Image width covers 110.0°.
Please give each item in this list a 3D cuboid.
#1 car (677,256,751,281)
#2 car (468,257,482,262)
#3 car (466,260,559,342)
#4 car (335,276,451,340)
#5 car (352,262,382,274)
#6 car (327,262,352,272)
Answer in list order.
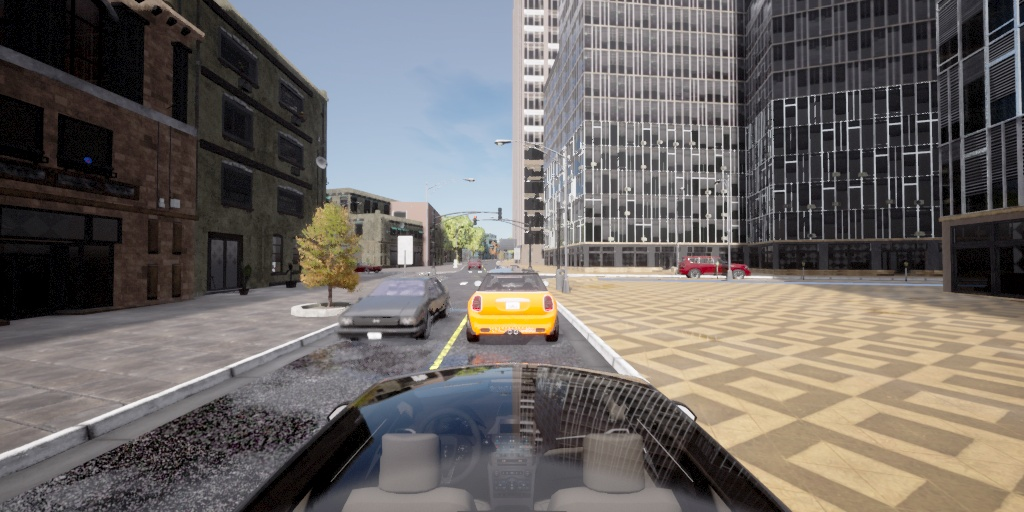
[{"bbox_3d":[15.722,0.938,28.211,5.009,1.841,2.192,0,0,18],"label":"car"},{"bbox_3d":[-5.521,1.240,53.297,1.882,1.535,5.008,0,0,-6],"label":"car"},{"bbox_3d":[-0.003,1.105,9.944,2.097,1.767,4.553,0,0,-1],"label":"car"},{"bbox_3d":[-2.938,1.299,10.231,2.033,1.411,5.357,0,0,-1],"label":"car"},{"bbox_3d":[-17.547,1.386,41.679,4.718,1.301,1.895,0,-1,18],"label":"car"},{"bbox_3d":[-20.618,1.317,40.067,4.313,1.339,1.948,0,0,18],"label":"car"}]
